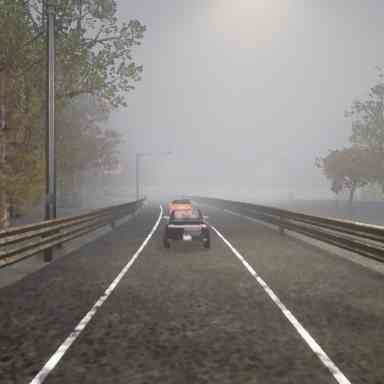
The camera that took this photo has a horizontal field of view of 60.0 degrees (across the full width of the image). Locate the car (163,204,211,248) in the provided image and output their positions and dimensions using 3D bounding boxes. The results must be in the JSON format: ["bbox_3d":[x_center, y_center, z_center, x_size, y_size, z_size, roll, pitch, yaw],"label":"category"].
[{"bbox_3d":[-0.254,1.489,14.733,2.128,1.511,4.902,0,0,-2],"label":"car"}]

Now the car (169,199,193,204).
[{"bbox_3d":[-1.008,1.358,29.747,2.097,1.767,4.553,0,0,-4],"label":"car"}]
